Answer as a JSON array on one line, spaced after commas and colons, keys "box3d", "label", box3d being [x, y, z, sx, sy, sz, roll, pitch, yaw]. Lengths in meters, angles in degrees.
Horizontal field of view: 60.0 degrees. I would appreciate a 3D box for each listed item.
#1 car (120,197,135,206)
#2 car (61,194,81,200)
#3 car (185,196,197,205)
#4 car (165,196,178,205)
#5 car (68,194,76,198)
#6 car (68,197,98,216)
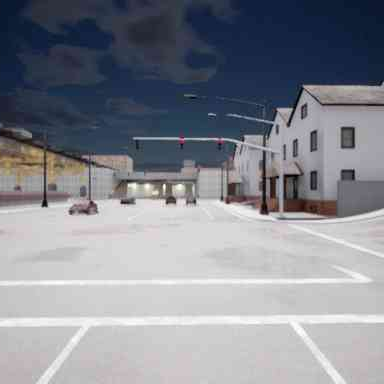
[{"box3d": [-10.710, 1.529, 55.716, 2.033, 1.411, 5.357, 0, 0, 0], "label": "car"}, {"box3d": [-32.675, 1.423, 89.644, 2.038, 1.542, 4.974, 0, 0, 28], "label": "car"}, {"box3d": [-0.135, 1.470, 58.631, 2.128, 1.511, 4.902, 0, 0, 0], "label": "car"}, {"box3d": [-3.634, 1.485, 58.622, 1.837, 1.490, 4.892, 0, 0, 0], "label": "car"}, {"box3d": [-31.873, 1.425, 84.280, 2.038, 1.542, 4.974, 0, 0, -37], "label": "car"}, {"box3d": [-10.674, 1.515, 33.055, 1.812, 1.442, 4.674, 0, 0, 0], "label": "car"}]
